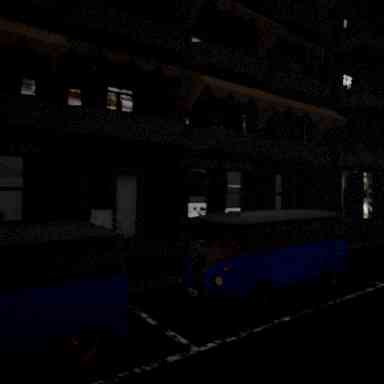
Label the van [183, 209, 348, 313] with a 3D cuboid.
[{"bbox_3d":[1.732,1.303,7.308,3.998,1.788,1.690,0,2,-35],"label":"van"}]

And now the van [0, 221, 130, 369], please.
[{"bbox_3d":[-2.771,1.341,4.094,3.998,1.788,1.690,-1,2,-35],"label":"van"}]
